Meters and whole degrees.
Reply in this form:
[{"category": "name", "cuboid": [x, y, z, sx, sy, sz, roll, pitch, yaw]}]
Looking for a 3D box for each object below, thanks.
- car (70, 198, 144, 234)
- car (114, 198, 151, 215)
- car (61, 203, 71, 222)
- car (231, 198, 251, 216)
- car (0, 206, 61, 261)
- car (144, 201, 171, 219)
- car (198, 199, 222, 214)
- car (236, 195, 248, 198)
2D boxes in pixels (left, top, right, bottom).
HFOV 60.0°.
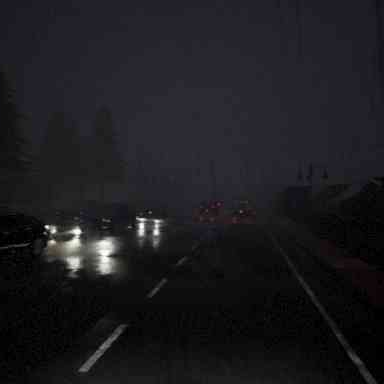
[{"category": "car", "cuboid": [-4.526, 1.327, 18.694, 1.882, 1.535, 5.008, 2, 0, 9]}, {"category": "car", "cuboid": [-5.835, 1.358, 33.422, 2.033, 1.411, 5.357, 2, 0, 8]}, {"category": "car", "cuboid": [-7.412, 1.230, 23.007, 1.882, 1.535, 5.008, 2, 0, 9]}, {"category": "car", "cuboid": [5.202, 1.717, 34.972, 1.812, 1.442, 4.674, 2, 0, 9]}, {"category": "car", "cuboid": [-5.939, 1.301, 9.302, 1.837, 1.490, 4.892, 2, 0, 9]}, {"category": "car", "cuboid": [-3.062, 1.468, 28.448, 1.994, 1.385, 4.181, 2, 0, 8]}, {"category": "car", "cuboid": [1.941, 1.681, 37.208, 1.895, 1.301, 4.718, 2, 0, 9]}, {"category": "car", "cuboid": [7.391, 1.496, 49.585, 2.150, 2.045, 5.566, 2, 0, 9]}]
